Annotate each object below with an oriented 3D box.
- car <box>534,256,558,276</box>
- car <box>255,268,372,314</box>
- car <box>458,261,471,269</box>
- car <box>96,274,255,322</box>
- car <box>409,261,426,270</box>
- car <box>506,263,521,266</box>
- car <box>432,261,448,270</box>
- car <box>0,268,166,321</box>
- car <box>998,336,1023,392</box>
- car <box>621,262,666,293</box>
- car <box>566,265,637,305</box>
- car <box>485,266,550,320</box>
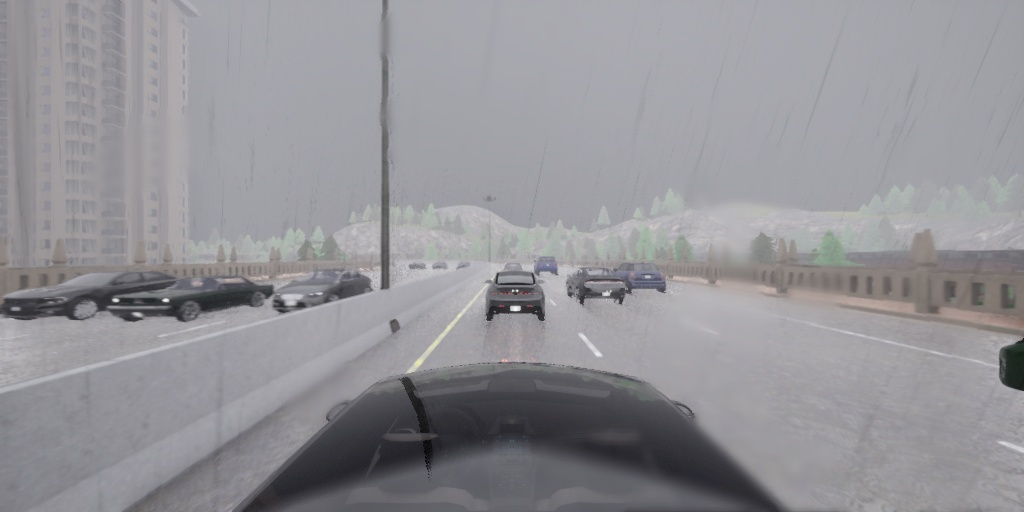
[{"bbox_3d":[3.616,1.017,38.704,2.150,2.045,5.566,0,0,0],"label":"car"},{"bbox_3d":[-7.094,1.246,13.953,2.128,1.511,4.902,0,0,0],"label":"car"},{"bbox_3d":[-7.577,1.426,57.368,1.994,1.385,4.181,0,0,-5],"label":"car"},{"bbox_3d":[-10.595,1.353,12.371,1.895,1.301,4.718,0,0,0],"label":"car"},{"bbox_3d":[-14.357,1.453,54.582,1.895,1.301,4.718,0,0,-4],"label":"car"},{"bbox_3d":[0.114,1.332,33.971,2.033,1.411,5.357,0,0,0],"label":"car"},{"bbox_3d":[-10.873,1.414,54.366,1.994,1.385,4.181,0,0,-4],"label":"car"},{"bbox_3d":[-14.095,1.231,12.683,1.882,1.535,5.008,0,0,0],"label":"car"},{"bbox_3d":[7.101,0.971,1.950,2.150,2.045,5.566,0,0,0],"label":"car"},{"bbox_3d":[7.109,1.112,20.880,2.097,1.767,4.553,0,0,0],"label":"car"},{"bbox_3d":[3.605,1.247,16.126,2.128,1.511,4.902,0,0,0],"label":"car"},{"bbox_3d":[0.104,1.257,12.683,1.837,1.490,4.892,0,0,0],"label":"car"}]
